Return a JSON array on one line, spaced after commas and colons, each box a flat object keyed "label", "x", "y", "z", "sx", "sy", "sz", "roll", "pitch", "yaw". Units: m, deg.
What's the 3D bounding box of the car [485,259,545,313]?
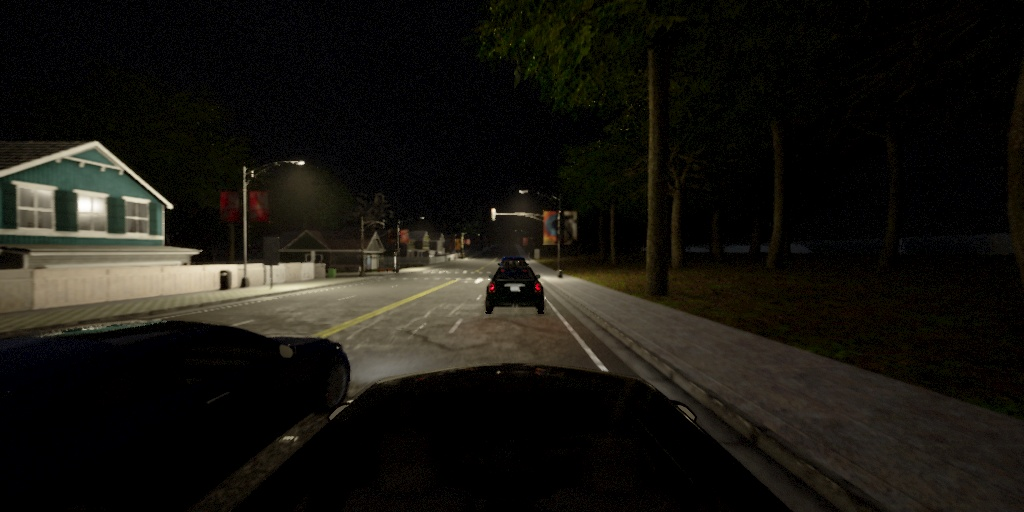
[{"label": "car", "x": 0.103, "y": 1.150, "z": 14.380, "sx": 2.097, "sy": 1.767, "sz": 4.553, "roll": 0, "pitch": 0, "yaw": 0}]

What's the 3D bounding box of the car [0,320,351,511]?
[{"label": "car", "x": -3.148, "y": 1.279, "z": 3.061, "sx": 1.812, "sy": 1.442, "sz": 4.674, "roll": 0, "pitch": 0, "yaw": 0}]

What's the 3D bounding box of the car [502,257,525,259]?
[{"label": "car", "x": 0.104, "y": 1.073, "z": 25.769, "sx": 2.150, "sy": 2.045, "sz": 5.566, "roll": 0, "pitch": 0, "yaw": 0}]
